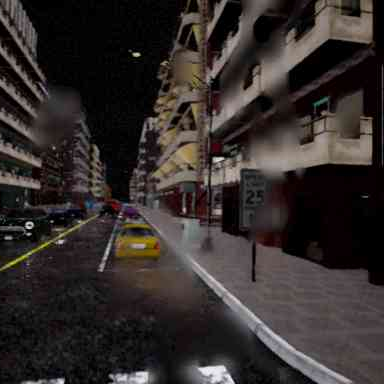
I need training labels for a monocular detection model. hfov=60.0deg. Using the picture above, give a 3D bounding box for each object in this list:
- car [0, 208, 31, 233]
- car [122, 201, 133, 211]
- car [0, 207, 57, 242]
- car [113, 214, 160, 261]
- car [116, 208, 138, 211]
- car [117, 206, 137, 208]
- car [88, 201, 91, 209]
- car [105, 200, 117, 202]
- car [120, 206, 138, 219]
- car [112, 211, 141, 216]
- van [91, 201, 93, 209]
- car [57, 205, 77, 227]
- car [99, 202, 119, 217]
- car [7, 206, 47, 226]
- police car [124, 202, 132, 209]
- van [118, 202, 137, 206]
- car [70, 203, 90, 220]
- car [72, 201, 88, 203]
[{"bbox_3d":[-12.627,1.873,22.575,1.887,1.381,4.507,2,-2,-11],"label":"car"},{"bbox_3d":[-13.326,2.885,68.626,2.192,1.841,5.009,2,-2,-11],"label":"car"},{"bbox_3d":[-9.050,1.638,17.902,2.097,1.767,4.553,2,-2,-11],"label":"car"},{"bbox_3d":[-2.261,1.850,13.509,1.752,1.417,4.829,2,-2,-11],"label":"car"},{"bbox_3d":[-4.413,2.106,24.220,1.887,1.381,4.507,2,-2,-11],"label":"car"},{"bbox_3d":[-5.528,2.230,29.770,1.887,1.381,4.507,2,-2,-11],"label":"car"},{"bbox_3d":[-20.431,2.760,61.423,2.008,1.369,4.403,2,-2,-11],"label":"car"},{"bbox_3d":[-12.638,2.349,52.016,2.150,2.045,5.566,2,-2,-11],"label":"car"},{"bbox_3d":[-7.759,2.486,40.870,2.008,1.369,4.403,2,-2,-11],"label":"car"},{"bbox_3d":[-3.299,1.989,18.670,2.008,1.369,4.403,2,-2,-11],"label":"car"},{"bbox_3d":[-22.656,2.807,72.529,1.690,1.788,3.998,2,-2,-11],"label":"van"},{"bbox_3d":[-10.820,2.046,26.726,1.994,1.385,4.181,2,-2,-11],"label":"car"},{"bbox_3d":[-10.650,2.407,42.094,1.837,1.490,4.892,2,-2,-11],"label":"car"},{"bbox_3d":[-13.707,1.974,27.959,1.752,1.417,4.829,2,-2,-11],"label":"car"},{"bbox_3d":[-16.488,3.405,85.877,1.930,1.638,5.238,2,-2,-11],"label":"police car"},{"bbox_3d":[-6.637,2.151,35.326,1.690,1.788,3.998,2,-2,-11],"label":"van"},{"bbox_3d":[-12.768,2.268,36.583,1.994,1.385,4.181,2,-2,-11],"label":"car"},{"bbox_3d":[-19.310,2.397,55.881,2.192,1.841,5.009,2,-2,-11],"label":"car"}]
